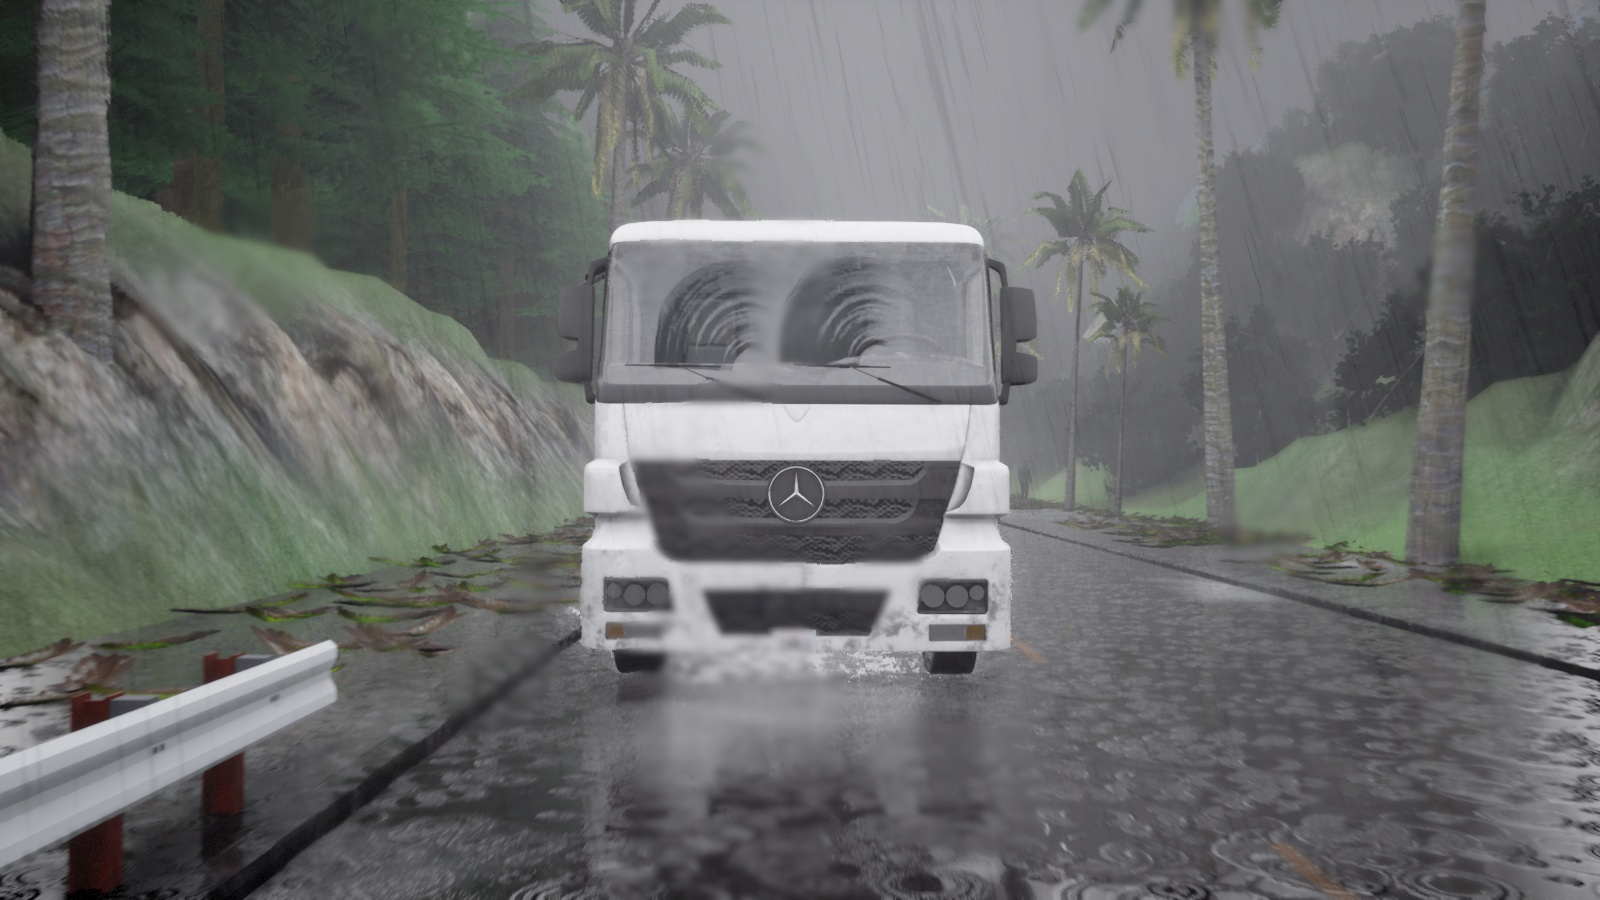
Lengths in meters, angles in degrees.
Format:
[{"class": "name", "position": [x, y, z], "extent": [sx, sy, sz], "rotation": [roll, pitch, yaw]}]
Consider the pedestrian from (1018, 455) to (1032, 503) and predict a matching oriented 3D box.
[{"class": "pedestrian", "position": [9.291, 1.192, 51.861], "extent": [0.423, 1.949, 0.788], "rotation": [0, -1, 0]}]

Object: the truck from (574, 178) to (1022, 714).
[{"class": "truck", "position": [-0.030, 0.035, 12.106], "extent": [2.891, 3.462, 7.936], "rotation": [0, -1, 0]}]
